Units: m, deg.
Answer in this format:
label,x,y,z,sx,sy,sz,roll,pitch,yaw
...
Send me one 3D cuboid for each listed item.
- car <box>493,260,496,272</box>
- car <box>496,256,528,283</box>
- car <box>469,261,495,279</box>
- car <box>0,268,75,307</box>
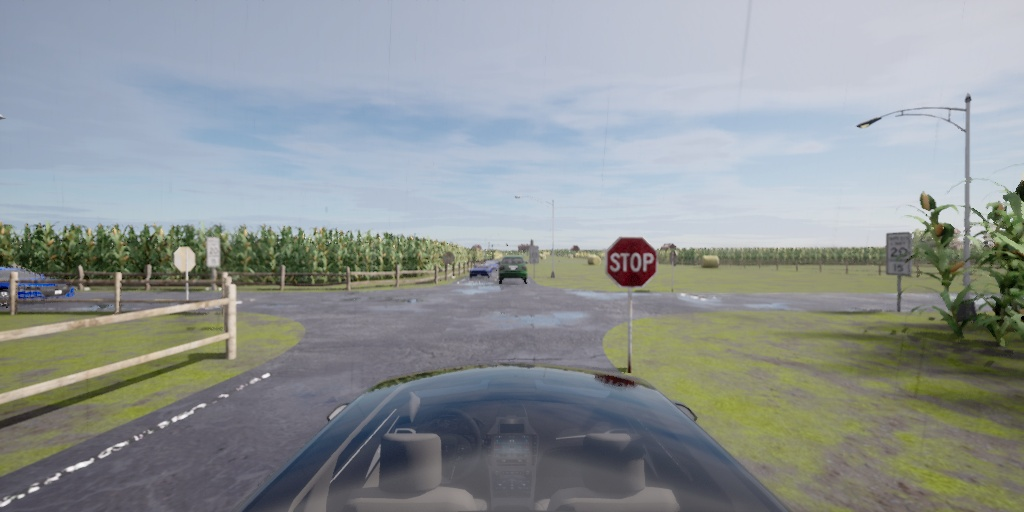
label,x,y,z,sx,sy,sz,roll,pitch,yaw
car,-2.907,1.384,48.705,1.812,1.442,4.674,0,0,0
car,0.074,1.045,28.837,2.150,2.045,5.566,0,0,0
car,-2.884,1.435,33.499,1.895,1.301,4.718,0,0,0
car,-21.261,1.215,14.774,5.008,1.535,1.882,0,0,-1
